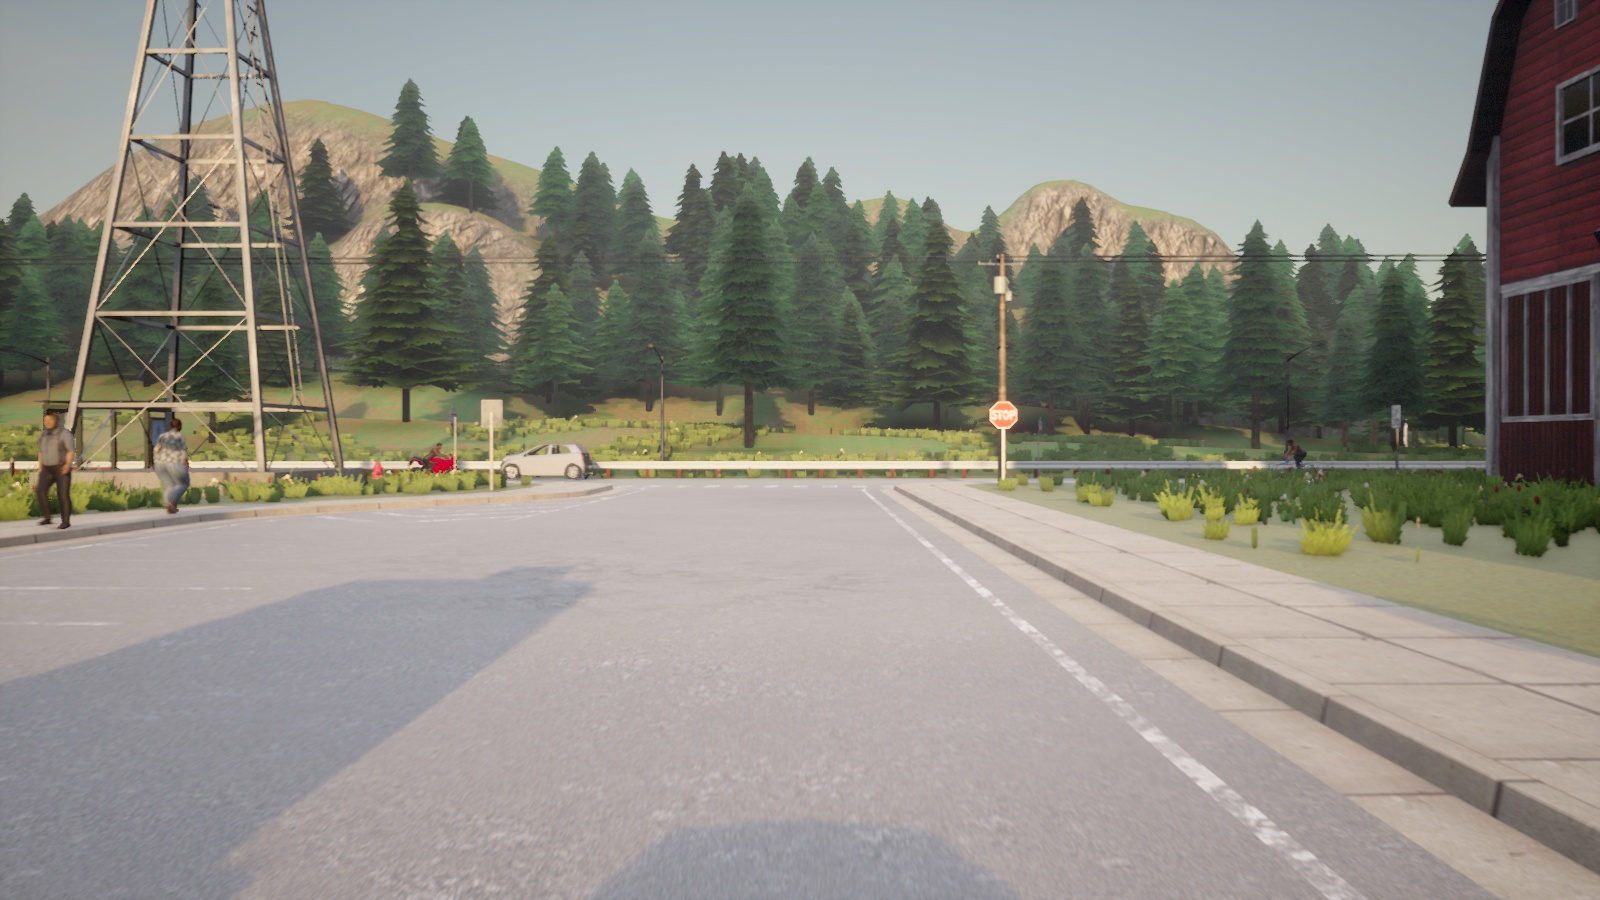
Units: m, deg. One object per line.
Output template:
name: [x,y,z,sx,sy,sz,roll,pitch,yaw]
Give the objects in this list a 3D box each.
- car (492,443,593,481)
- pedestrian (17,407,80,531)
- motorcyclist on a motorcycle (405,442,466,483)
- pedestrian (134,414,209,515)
car: [-10.291,0.468,50.352,3.633,1.501,1.845,0,0,4]
pedestrian: [-11.480,0.284,19.189,0.540,1.848,0.694,0,0,1]
motorcyclist on a motorcycle: [-13.636,0.453,46.950,2.044,1.523,0.797,0,0,1]
pedestrian: [-11.734,0.260,23.471,0.874,1.855,0.900,0,0,12]
